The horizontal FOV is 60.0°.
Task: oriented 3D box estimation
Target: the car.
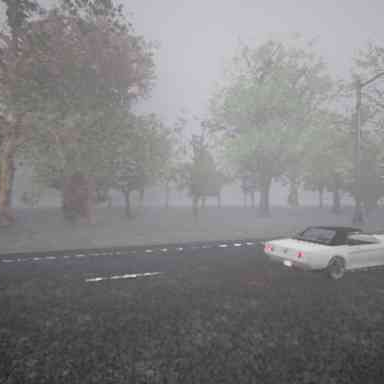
[{"bbox_3d":[4.657,1.708,10.175,4.718,1.301,1.895,1,0,-25],"label":"car"}]
